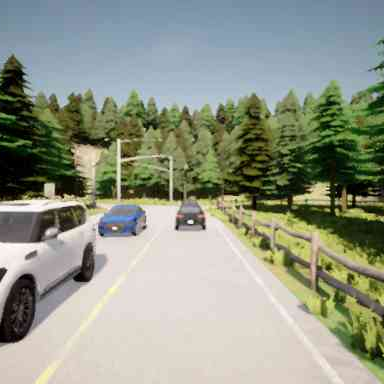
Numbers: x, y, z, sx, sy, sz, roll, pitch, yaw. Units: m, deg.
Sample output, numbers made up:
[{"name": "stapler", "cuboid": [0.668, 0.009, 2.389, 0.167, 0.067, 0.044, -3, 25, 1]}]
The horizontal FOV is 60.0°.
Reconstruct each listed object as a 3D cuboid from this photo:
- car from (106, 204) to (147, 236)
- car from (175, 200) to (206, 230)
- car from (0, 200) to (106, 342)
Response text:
[{"name": "car", "cuboid": [-3.653, 1.441, 18.255, 1.882, 1.535, 5.008, 0, 0, 0]}, {"name": "car", "cuboid": [-0.088, 1.477, 20.620, 1.812, 1.442, 4.674, 0, 0, 0]}, {"name": "car", "cuboid": [-3.638, 1.216, 6.826, 2.150, 2.045, 5.566, 0, 0, 0]}]
